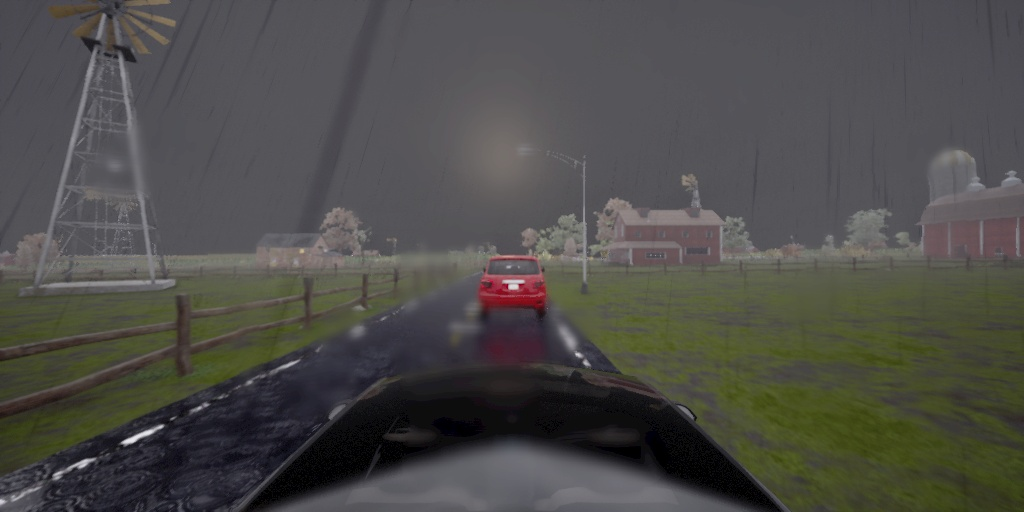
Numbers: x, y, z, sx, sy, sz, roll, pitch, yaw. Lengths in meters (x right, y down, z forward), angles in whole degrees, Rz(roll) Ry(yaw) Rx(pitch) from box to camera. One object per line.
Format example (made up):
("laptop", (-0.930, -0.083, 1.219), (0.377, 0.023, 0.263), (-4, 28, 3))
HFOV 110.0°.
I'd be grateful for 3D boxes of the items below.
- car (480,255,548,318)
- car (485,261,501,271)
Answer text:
("car", (0.068, 0.993, 13.272), (2.150, 2.045, 5.566), (0, 0, 0))
("car", (-2.803, 1.409, 53.763), (2.033, 1.411, 5.357), (0, 0, 0))
